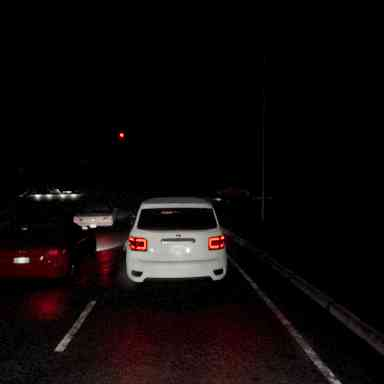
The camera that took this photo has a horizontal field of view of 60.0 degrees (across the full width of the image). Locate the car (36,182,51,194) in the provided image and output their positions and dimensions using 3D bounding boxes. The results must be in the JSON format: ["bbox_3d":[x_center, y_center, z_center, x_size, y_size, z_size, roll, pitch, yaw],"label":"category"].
[{"bbox_3d":[-23.206,-0.518,52.040,1.882,1.535,5.008,-1,3,-23],"label":"car"}]

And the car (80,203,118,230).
[{"bbox_3d":[-5.113,1.272,18.225,1.895,1.301,4.718,0,2,-9],"label":"car"}]

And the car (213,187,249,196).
[{"bbox_3d":[5.262,0.011,44.998,5.008,1.535,1.882,0,3,-22],"label":"car"}]

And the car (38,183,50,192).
[{"bbox_3d":[-27.165,-0.901,61.028,2.033,1.411,5.357,-1,3,-24],"label":"car"}]

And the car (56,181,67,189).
[{"bbox_3d":[-28.238,-1.491,71.734,1.882,1.535,5.008,-1,3,-25],"label":"car"}]

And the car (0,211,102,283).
[{"bbox_3d":[-4.035,1.476,9.505,1.994,1.385,4.181,0,1,-5],"label":"car"}]

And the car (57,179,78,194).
[{"bbox_3d":[-20.066,-0.851,53.584,2.150,2.045,5.566,-1,3,-22],"label":"car"}]

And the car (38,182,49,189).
[{"bbox_3d":[-31.496,-1.364,70.445,2.033,1.411,5.357,-1,3,-25],"label":"car"}]

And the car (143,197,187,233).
[{"bbox_3d":[-1.663,1.140,18.675,2.128,1.511,4.902,0,2,-9],"label":"car"}]

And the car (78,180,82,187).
[{"bbox_3d":[-28.904,-2.208,81.459,2.150,2.045,5.566,-1,3,-25],"label":"car"}]

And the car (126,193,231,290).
[{"bbox_3d":[-0.475,1.132,9.079,2.150,2.045,5.566,0,1,-4],"label":"car"}]

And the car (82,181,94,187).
[{"bbox_3d":[-25.716,-1.965,82.918,2.033,1.411,5.357,-1,3,-25],"label":"car"}]
